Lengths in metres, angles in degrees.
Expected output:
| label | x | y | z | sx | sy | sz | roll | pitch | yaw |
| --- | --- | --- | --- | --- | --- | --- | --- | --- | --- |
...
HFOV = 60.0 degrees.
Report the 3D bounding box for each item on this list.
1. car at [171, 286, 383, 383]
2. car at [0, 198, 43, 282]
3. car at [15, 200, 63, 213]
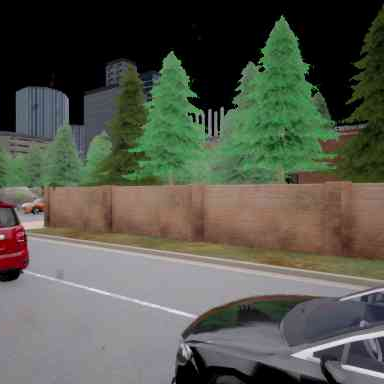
| label | x | y | z | sx | sy | sz | roll | pitch | yaw |
| --- | --- | --- | --- | --- | --- | --- | --- | --- | --- |
| car | 2.052 | 1.492 | 2.529 | 4.902 | 1.511 | 2.128 | 0 | 0 | 36 |
| car | -6.420 | 1.221 | 8.540 | 5.566 | 2.045 | 2.150 | 0 | 0 | 36 |
| car | -17.368 | 1.601 | 37.927 | 1.895 | 1.301 | 4.718 | 0 | 0 | 35 |
